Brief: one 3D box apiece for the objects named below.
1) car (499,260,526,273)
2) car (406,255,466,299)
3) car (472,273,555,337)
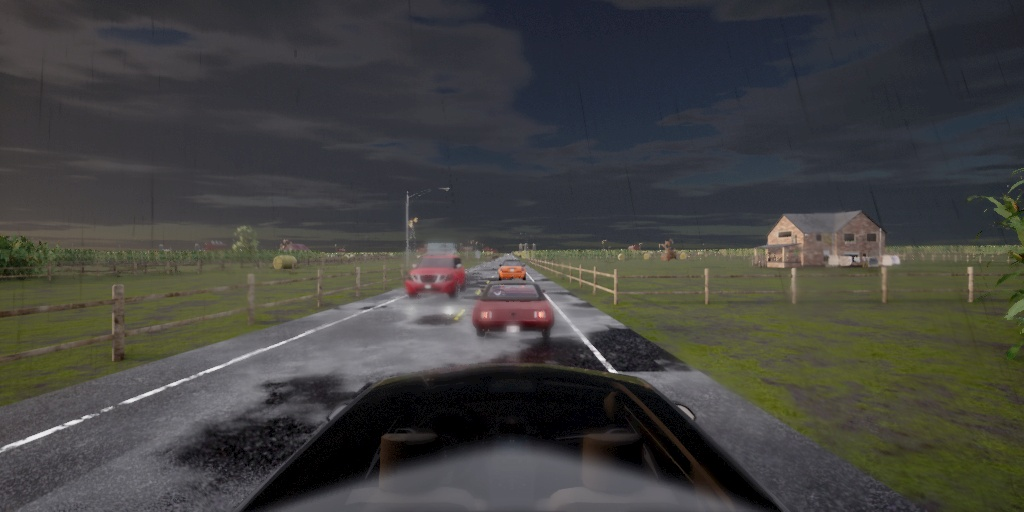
[{"bbox_3d":[0.017,1.081,29.010,2.097,1.767,4.553,0,0,0],"label":"car"},{"bbox_3d":[-3.636,0.961,18.251,2.150,2.045,5.566,0,0,0],"label":"car"},{"bbox_3d":[0.044,1.347,10.240,1.895,1.301,4.718,0,0,0],"label":"car"}]
